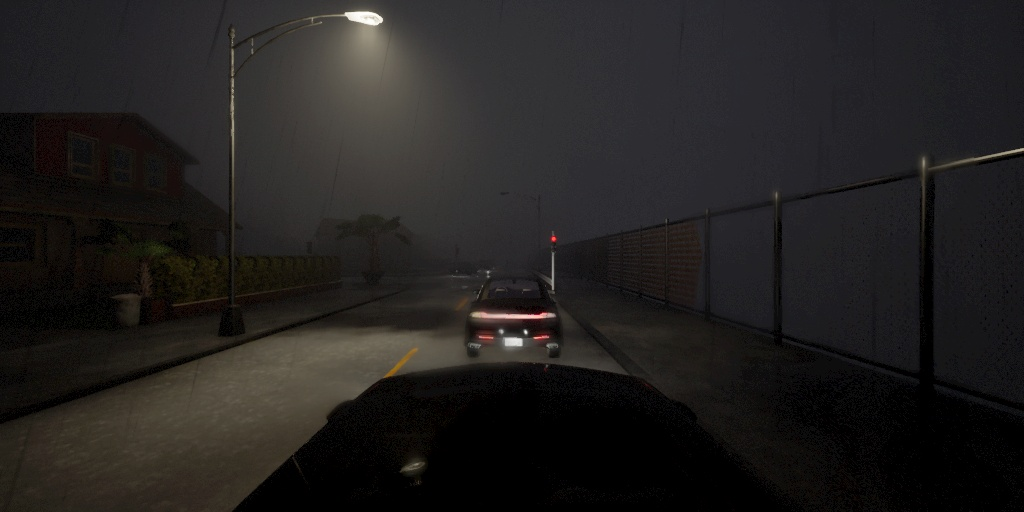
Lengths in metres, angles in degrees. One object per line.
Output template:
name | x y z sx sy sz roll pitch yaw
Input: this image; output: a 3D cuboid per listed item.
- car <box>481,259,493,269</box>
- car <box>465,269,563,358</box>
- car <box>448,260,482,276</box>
car | -4.113 1.251 51.849 1.837 1.490 4.892 0 1 0
car | 0.052 1.242 8.472 2.128 1.511 4.902 0 0 0
car | -4.959 1.315 36.786 1.994 1.385 4.181 0 0 12
